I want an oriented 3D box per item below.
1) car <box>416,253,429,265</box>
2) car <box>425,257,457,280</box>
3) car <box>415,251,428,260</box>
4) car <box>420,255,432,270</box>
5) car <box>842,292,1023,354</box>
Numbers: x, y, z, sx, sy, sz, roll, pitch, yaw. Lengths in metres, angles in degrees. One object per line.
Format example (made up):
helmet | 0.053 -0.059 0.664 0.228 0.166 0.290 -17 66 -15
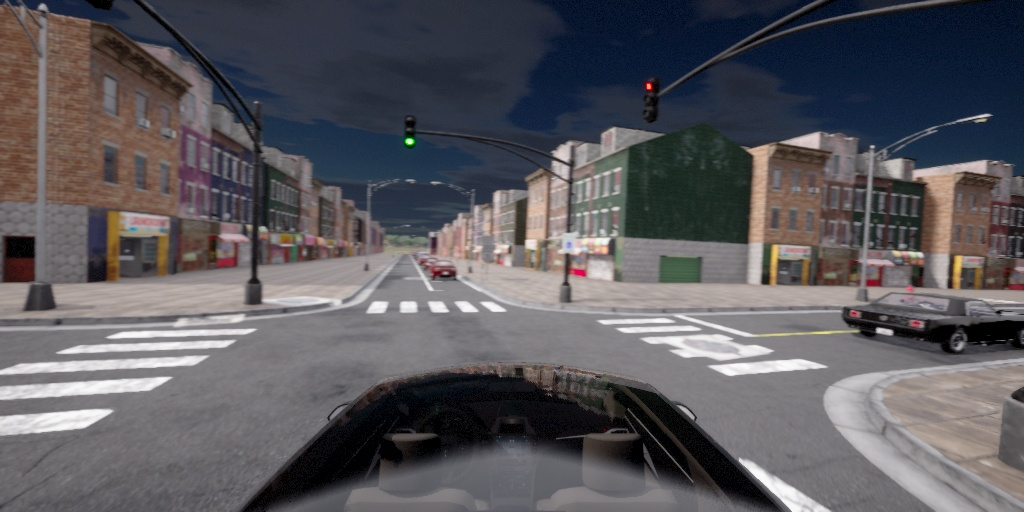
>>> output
car | -11.257 0.605 47.265 1.888 1.381 4.507 0 0 -16
car | -5.055 0.959 26.025 1.888 1.381 4.507 0 0 -16
car | -12.807 0.412 52.575 1.967 1.591 4.097 0 0 -16
car | -8.156 0.819 36.645 1.802 1.307 4.207 0 0 -16
car | 11.494 1.670 9.604 4.718 1.301 1.895 2 2 -16
